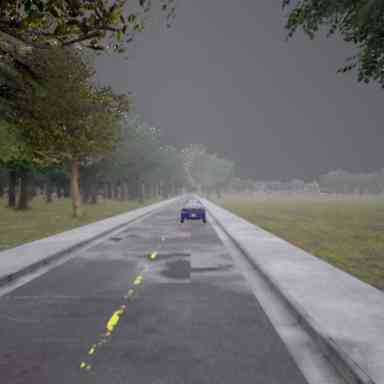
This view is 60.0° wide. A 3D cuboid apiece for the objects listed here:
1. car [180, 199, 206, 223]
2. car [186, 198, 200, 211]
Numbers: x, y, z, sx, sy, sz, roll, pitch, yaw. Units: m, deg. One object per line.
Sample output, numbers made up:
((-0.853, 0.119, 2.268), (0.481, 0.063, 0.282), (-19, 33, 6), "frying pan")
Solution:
((0.101, 1.523, 26.295), (1.882, 1.535, 5.008), (0, 0, 0), "car")
((0.106, 1.603, 43.371), (1.812, 1.442, 4.674), (0, 0, 0), "car")
